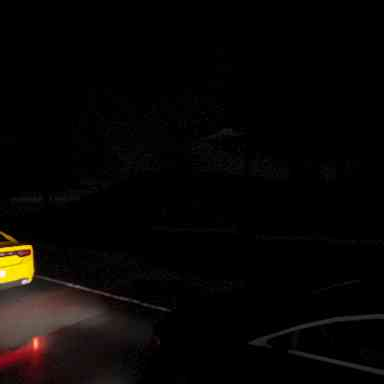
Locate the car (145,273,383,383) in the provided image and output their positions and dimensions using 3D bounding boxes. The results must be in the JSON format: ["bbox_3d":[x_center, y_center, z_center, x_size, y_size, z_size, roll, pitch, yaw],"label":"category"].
[{"bbox_3d":[1.763,1.492,2.750,4.902,1.511,2.128,0,0,35],"label":"car"}]

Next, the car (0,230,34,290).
[{"bbox_3d":[-5.835,1.484,8.003,5.008,1.535,1.882,0,0,35],"label":"car"}]
